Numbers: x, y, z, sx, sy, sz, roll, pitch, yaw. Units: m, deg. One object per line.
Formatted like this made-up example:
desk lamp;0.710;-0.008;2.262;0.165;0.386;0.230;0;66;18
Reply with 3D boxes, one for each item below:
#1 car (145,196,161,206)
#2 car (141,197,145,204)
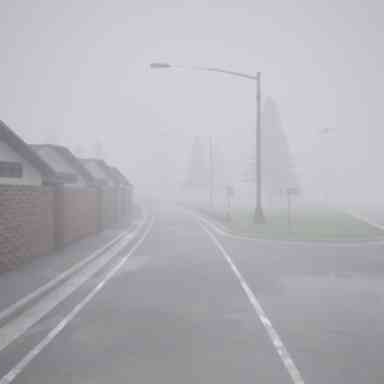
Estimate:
car;-6.512;1.611;57.491;1.837;1.490;4.892;0;0;-15
car;-9.100;1.634;67.280;1.812;1.442;4.674;0;0;-17
